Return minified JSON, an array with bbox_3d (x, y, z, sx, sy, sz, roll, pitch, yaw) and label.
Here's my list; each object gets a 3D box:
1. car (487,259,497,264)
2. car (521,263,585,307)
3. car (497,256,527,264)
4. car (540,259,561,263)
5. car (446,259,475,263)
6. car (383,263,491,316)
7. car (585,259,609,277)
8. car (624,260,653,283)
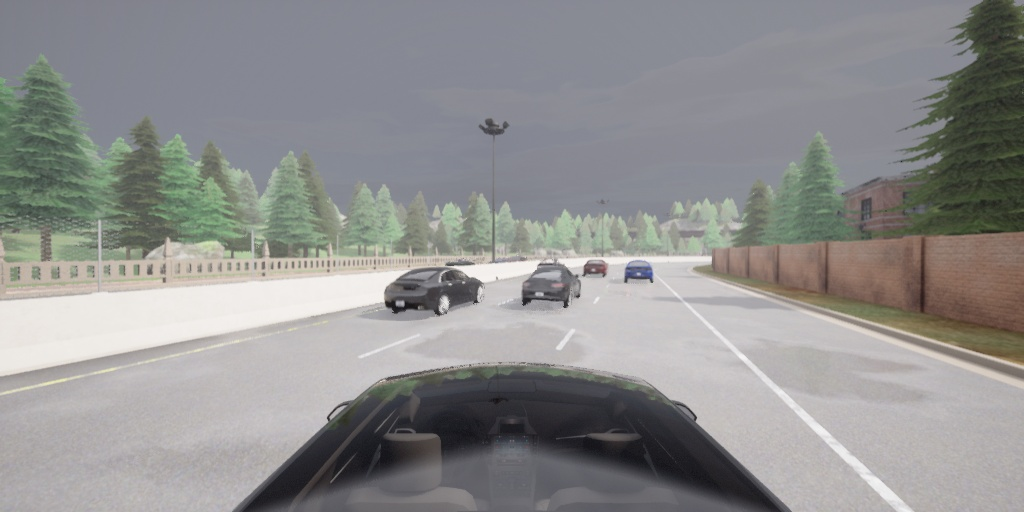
[{"bbox_3d":[-1.680,0.941,47.970,2.033,1.411,5.357,0,0,22],"label":"car"},{"bbox_3d":[1.720,1.179,14.886,1.812,1.442,4.674,0,0,19],"label":"car"},{"bbox_3d":[0.355,0.782,43.560,2.097,1.767,4.553,0,1,21],"label":"car"},{"bbox_3d":[3.375,1.027,30.722,2.128,1.511,4.902,0,0,19],"label":"car"},{"bbox_3d":[-6.532,1.006,45.160,1.895,1.301,4.718,0,0,21],"label":"car"},{"bbox_3d":[-2.586,1.163,13.075,1.837,1.490,4.892,0,0,19],"label":"car"},{"bbox_3d":[7.623,1.010,32.345,1.882,1.535,5.008,0,0,19],"label":"car"},{"bbox_3d":[9.319,1.058,26.447,1.882,1.535,5.008,0,0,19],"label":"car"}]
